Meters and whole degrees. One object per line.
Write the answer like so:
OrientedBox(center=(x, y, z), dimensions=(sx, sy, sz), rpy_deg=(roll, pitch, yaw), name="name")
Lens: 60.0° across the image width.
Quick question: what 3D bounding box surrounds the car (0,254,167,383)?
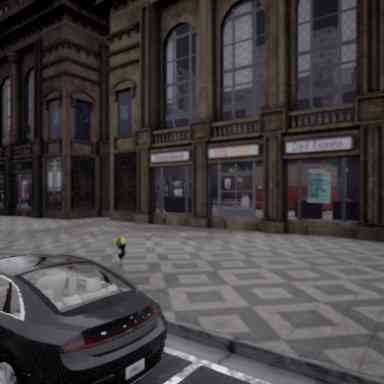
OrientedBox(center=(-2.353, 1.556, 4.643), dimensions=(4.403, 1.369, 2.008), rpy_deg=(0, 0, 36), name="car")
